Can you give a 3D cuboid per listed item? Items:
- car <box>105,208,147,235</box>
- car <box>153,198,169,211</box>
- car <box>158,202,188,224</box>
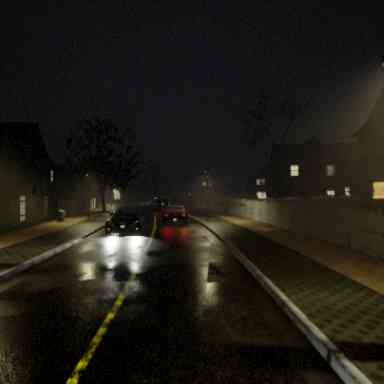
[{"bbox_3d":[-3.667,1.590,18.954,1.994,1.385,4.181,0,0,-4],"label":"car"},{"bbox_3d":[-4.035,1.585,43.824,2.097,1.767,4.553,0,-1,-10],"label":"car"},{"bbox_3d":[-1.392,1.654,25.305,1.895,1.301,4.718,0,0,-6],"label":"car"}]
